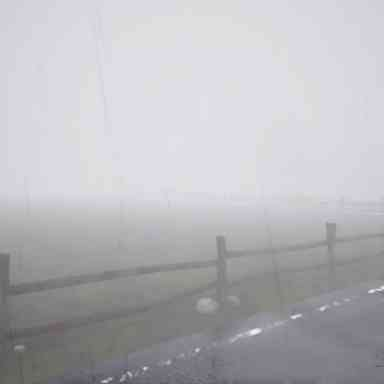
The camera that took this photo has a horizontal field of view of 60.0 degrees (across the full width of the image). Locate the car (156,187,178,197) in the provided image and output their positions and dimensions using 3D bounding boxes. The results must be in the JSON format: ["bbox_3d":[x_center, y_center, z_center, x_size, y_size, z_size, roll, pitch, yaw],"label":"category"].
[{"bbox_3d":[-4.973,0.014,65.938,2.150,2.045,5.566,1,1,-35],"label":"car"}]

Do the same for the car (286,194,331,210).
[{"bbox_3d":[12.543,1.022,35.967,1.882,1.535,5.008,1,1,-35],"label":"car"}]

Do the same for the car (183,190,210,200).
[{"bbox_3d":[0.759,0.508,57.834,2.128,1.511,4.902,1,1,-35],"label":"car"}]

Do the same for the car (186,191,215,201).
[{"bbox_3d":[1.572,0.581,51.659,1.882,1.535,5.008,1,1,-35],"label":"car"}]
